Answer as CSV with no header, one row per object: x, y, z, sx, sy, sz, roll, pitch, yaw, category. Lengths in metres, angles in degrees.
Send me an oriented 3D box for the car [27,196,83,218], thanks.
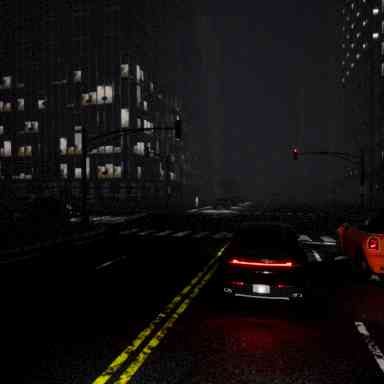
-11.762,1.216,28.657,4.553,1.767,2.097,1,1,15,car

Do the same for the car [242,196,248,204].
8.551,1.481,60.847,1.812,1.442,4.674,0,0,15,car

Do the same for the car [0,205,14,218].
-16.765,1.434,27.217,4.313,1.339,1.947,1,1,16,car

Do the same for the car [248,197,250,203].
11.104,1.496,70.504,1.994,1.385,4.181,0,0,14,car

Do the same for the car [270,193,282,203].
17.757,1.157,70.273,2.150,2.045,5.566,0,0,14,car

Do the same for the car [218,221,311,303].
1.855,1.501,8.356,1.837,1.490,4.892,0,0,14,car

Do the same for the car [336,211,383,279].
5.725,1.347,9.958,2.097,1.767,4.553,0,0,14,car

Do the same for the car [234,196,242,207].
6.215,1.471,51.853,1.837,1.490,4.892,0,0,14,car

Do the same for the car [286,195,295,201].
23.489,1.465,79.525,2.033,1.411,5.357,0,0,14,car

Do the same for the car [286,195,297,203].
20.925,1.464,69.523,2.128,1.511,4.902,0,0,14,car

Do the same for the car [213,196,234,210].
3.911,1.501,42.875,1.812,1.442,4.674,0,0,14,car

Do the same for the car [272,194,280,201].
20.340,1.236,80.335,1.882,1.535,5.008,0,0,14,car
